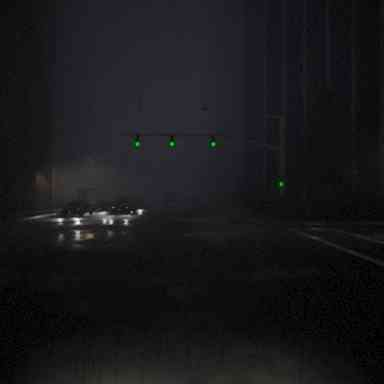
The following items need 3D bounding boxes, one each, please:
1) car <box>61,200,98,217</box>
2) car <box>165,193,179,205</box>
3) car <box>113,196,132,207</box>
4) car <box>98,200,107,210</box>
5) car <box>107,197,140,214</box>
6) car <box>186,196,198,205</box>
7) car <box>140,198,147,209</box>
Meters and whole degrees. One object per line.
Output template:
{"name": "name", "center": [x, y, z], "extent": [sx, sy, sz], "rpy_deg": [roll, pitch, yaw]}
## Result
{"name": "car", "center": [-10.603, 1.507, 31.160], "extent": [1.812, 1.442, 4.674], "rpy_deg": [0, 0, 0]}
{"name": "car", "center": [-3.508, 1.187, 57.354], "extent": [2.150, 2.045, 5.566], "rpy_deg": [0, 0, 0]}
{"name": "car", "center": [-10.508, 1.447, 50.710], "extent": [1.882, 1.535, 5.008], "rpy_deg": [0, 0, 0]}
{"name": "car", "center": [-10.576, 1.576, 40.269], "extent": [1.895, 1.301, 4.718], "rpy_deg": [0, 0, 0]}
{"name": "car", "center": [-7.092, 1.484, 34.923], "extent": [1.837, 1.490, 4.892], "rpy_deg": [0, 0, 0]}
{"name": "car", "center": [-0.009, 1.471, 56.436], "extent": [1.837, 1.490, 4.892], "rpy_deg": [0, 0, 0]}
{"name": "car", "center": [-7.065, 1.537, 43.832], "extent": [1.994, 1.385, 4.181], "rpy_deg": [0, 0, 0]}
